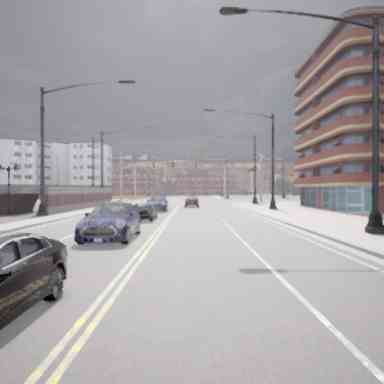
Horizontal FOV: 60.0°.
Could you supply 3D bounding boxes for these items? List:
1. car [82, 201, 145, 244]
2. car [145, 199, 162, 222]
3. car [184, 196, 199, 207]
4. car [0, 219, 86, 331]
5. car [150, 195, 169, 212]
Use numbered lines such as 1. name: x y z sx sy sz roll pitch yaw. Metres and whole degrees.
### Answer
1. car: -3.633 1.265 15.083 2.097 1.767 4.553 0 0 0
2. car: -3.656 1.455 25.080 1.895 1.301 4.718 0 0 0
3. car: -0.016 1.261 44.980 1.812 1.442 4.674 0 0 0
4. car: -3.610 1.462 5.366 2.128 1.511 4.902 0 0 0
5. car: -3.635 1.147 35.255 2.097 1.767 4.553 0 0 0
